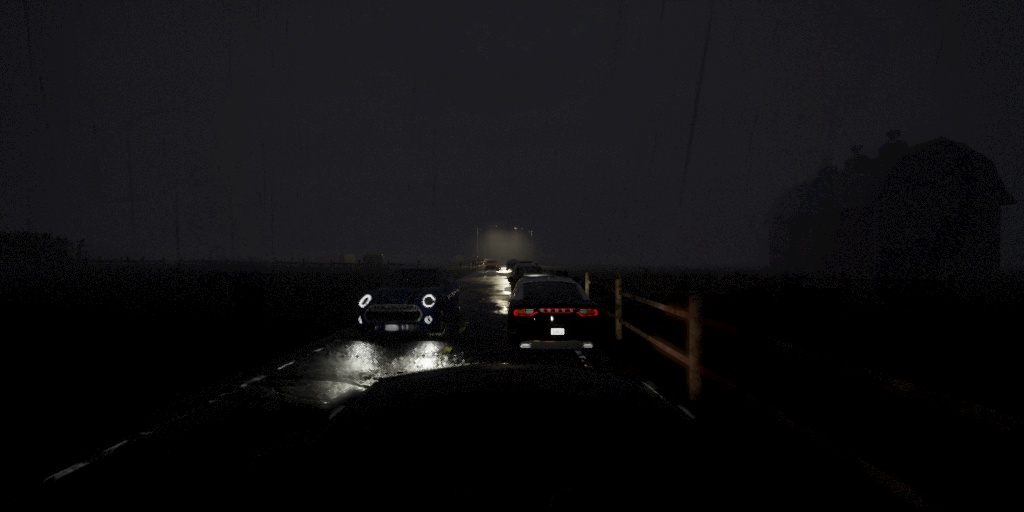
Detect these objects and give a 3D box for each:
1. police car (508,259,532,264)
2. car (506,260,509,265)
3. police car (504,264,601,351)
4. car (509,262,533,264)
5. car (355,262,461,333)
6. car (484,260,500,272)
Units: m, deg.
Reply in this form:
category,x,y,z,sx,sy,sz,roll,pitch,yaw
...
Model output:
category,x,y,z,sx,sy,sz,roll,pitch,yaw
police car,0.881,1.176,25.137,1.930,1.638,5.238,0,0,0
car,0.177,1.227,49.509,1.882,1.535,5.008,0,0,0
police car,0.839,1.175,9.138,1.930,1.638,5.238,0,0,0
car,0.864,1.256,19.027,1.837,1.490,4.892,0,0,0
car,-2.830,1.103,10.716,2.097,1.767,4.553,0,0,0
car,-2.636,1.227,47.241,1.882,1.535,5.008,0,0,0
